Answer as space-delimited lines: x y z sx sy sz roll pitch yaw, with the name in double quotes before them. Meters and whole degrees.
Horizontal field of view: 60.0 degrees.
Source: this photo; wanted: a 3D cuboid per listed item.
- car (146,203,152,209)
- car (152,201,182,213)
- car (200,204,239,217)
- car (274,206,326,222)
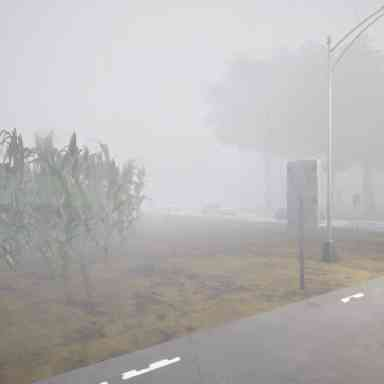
"car" -5.501 2.111 52.860 1.895 1.301 4.718 -1 0 -35
"car" -3.119 1.973 44.494 1.812 1.442 4.674 -1 0 -35
"car" 2.911 1.929 35.924 1.895 1.301 4.718 -1 0 -36
"car" 8.826 1.778 27.577 1.994 1.385 4.181 -1 0 -36
